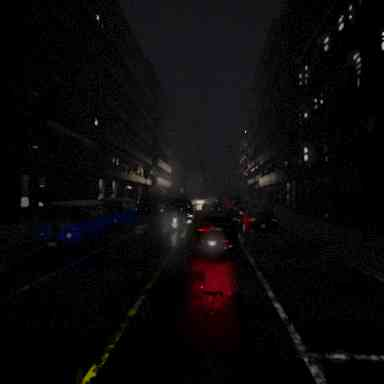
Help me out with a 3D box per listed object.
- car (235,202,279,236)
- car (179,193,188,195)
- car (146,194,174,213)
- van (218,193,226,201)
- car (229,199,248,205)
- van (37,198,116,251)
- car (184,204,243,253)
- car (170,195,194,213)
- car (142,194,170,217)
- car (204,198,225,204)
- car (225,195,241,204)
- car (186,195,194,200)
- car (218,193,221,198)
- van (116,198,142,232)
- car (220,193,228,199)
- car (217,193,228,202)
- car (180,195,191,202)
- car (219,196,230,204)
[{"bbox_3d":[3.592,1.509,18.336,1.887,1.381,4.507,2,0,3],"label":"car"},{"bbox_3d":[-1.679,1.120,63.024,2.192,1.841,5.009,2,0,3],"label":"car"},{"bbox_3d":[-3.293,1.154,35.418,2.192,1.841,5.009,2,0,3],"label":"car"},{"bbox_3d":[7.118,1.234,79.077,1.690,1.788,3.998,2,0,3],"label":"van"},{"bbox_3d":[3.915,1.495,23.856,1.887,1.381,4.507,2,0,3],"label":"car"},{"bbox_3d":[-4.587,1.235,13.334,1.690,1.788,3.998,2,0,3],"label":"van"},{"bbox_3d":[0.823,1.456,13.543,1.837,1.490,4.892,1,0,3],"label":"car"},{"bbox_3d":[-0.856,1.393,34.432,1.812,1.442,4.674,1,0,4],"label":"car"},{"bbox_3d":[-3.617,1.166,29.898,2.192,1.841,5.009,2,0,3],"label":"car"},{"bbox_3d":[1.860,1.507,31.124,1.895,1.301,4.718,1,0,3],"label":"car"},{"bbox_3d":[4.249,1.377,29.378,1.967,1.590,4.097,2,0,3],"label":"car"},{"bbox_3d":[-0.397,1.394,85.112,1.802,1.307,4.206,2,0,3],"label":"car"},{"bbox_3d":[5.500,1.338,51.467,1.967,1.590,4.097,2,0,3],"label":"car"},{"bbox_3d":[-4.264,1.220,18.856,1.690,1.788,3.998,2,0,3],"label":"van"},{"bbox_3d":[4.858,1.229,40.422,2.192,1.841,5.009,2,0,3],"label":"car"},{"bbox_3d":[6.796,1.205,73.555,2.192,1.841,5.009,2,0,3],"label":"car"},{"bbox_3d":[-1.364,1.348,68.547,1.887,1.381,4.507,2,0,3],"label":"car"},{"bbox_3d":[6.142,1.472,62.511,1.802,1.307,4.206,2,0,3],"label":"car"}]
